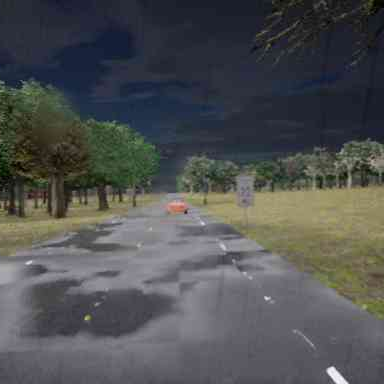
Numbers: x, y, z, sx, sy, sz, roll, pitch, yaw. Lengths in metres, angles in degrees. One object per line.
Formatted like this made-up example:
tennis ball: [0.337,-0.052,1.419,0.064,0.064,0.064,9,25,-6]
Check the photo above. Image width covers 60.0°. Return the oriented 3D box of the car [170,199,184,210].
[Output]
car: [-2.215,1.776,48.804,1.837,1.490,4.892,-2,0,-2]

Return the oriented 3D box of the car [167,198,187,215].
car: [-1.610,1.446,35.919,2.097,1.767,4.553,-2,-1,-2]
